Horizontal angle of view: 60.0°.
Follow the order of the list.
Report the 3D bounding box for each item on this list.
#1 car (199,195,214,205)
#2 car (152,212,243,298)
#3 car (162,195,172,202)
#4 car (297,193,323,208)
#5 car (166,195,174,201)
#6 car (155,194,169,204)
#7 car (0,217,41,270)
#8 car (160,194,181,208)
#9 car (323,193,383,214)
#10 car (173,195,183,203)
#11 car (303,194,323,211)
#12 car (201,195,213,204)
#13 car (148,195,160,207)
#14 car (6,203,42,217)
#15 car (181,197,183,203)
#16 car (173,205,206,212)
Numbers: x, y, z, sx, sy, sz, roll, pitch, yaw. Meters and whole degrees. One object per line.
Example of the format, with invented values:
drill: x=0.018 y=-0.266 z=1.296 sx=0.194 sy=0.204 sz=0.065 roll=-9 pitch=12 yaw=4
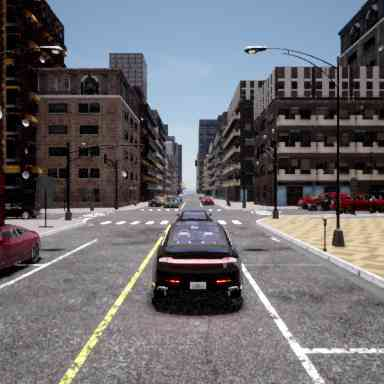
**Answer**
car: x=2.748 y=1.458 z=56.976 sx=1.967 sy=1.590 sz=4.097 roll=0 pitch=0 yaw=0
car: x=0.111 y=1.491 z=8.484 sx=2.128 sy=1.511 sz=4.902 roll=0 pitch=0 yaw=0
car: x=-5.613 y=1.471 z=74.031 sx=1.967 sy=1.590 sz=4.097 roll=0 pitch=0 yaw=0
car: x=14.598 y=1.015 z=37.595 sx=5.009 sy=1.841 sz=2.192 roll=-1 pitch=1 yaw=0
car: x=-5.601 y=1.481 z=85.396 sx=1.967 sy=1.590 sz=4.097 roll=0 pitch=0 yaw=0
car: x=-5.626 y=1.337 z=62.666 sx=2.192 sy=1.841 sz=5.009 roll=0 pitch=0 yaw=0
car: x=-5.732 y=1.582 z=9.277 sx=1.802 sy=1.307 sz=4.206 roll=0 pitch=0 yaw=0
car: x=-3.015 y=1.365 z=48.248 sx=2.097 sy=1.767 sz=4.553 roll=0 pitch=0 yaw=0
car: x=14.724 y=1.029 z=29.217 sx=5.009 sy=1.841 sz=2.192 roll=-1 pitch=1 yaw=0
car: x=-2.928 y=1.505 z=69.458 sx=1.882 sy=1.535 sz=5.008 roll=0 pitch=0 yaw=0
car: x=14.603 y=1.230 z=35.024 sx=4.674 sy=1.442 sz=1.812 roll=-1 pitch=0 yaw=0
car: x=2.755 y=1.462 z=62.659 sx=1.967 sy=1.590 sz=4.097 roll=0 pitch=0 yaw=0
car: x=-5.637 y=1.581 z=51.301 sx=1.947 sy=1.339 sz=4.313 roll=0 pitch=0 yaw=0
car: x=-16.849 y=1.796 z=31.576 sx=4.892 sy=1.490 sz=1.837 roll=-1 pitch=0 yaw=0
car: x=-3.019 y=1.619 z=58.181 sx=1.895 sy=1.301 sz=4.718 roll=0 pitch=0 yaw=0
car: x=0.116 y=1.565 z=17.099 sx=1.994 sy=1.385 sz=4.181 roll=0 pitch=0 yaw=0
